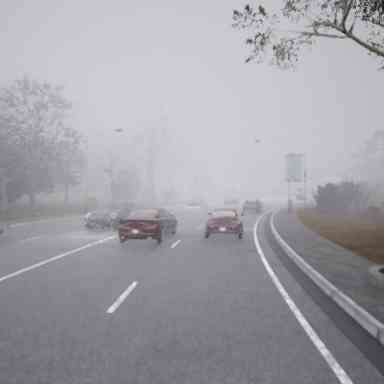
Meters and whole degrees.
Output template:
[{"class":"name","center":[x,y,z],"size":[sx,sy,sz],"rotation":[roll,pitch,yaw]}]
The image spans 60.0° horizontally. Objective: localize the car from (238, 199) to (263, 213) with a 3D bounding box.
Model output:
[{"class":"car","center":[7.041,1.554,38.347],"size":[2.128,1.511,4.902],"rotation":[0,0,18]}]

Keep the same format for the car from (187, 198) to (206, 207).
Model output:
[{"class":"car","center":[0.754,1.591,52.802],"size":[1.994,1.385,4.181],"rotation":[0,0,21]}]

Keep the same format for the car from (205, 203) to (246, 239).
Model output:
[{"class":"car","center":[1.780,1.548,17.634],"size":[1.812,1.442,4.674],"rotation":[0,0,9]}]

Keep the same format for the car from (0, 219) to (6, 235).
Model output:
[{"class":"car","center":[-9.727,1.515,12.956],"size":[2.033,1.411,5.357],"rotation":[0,0,7]}]

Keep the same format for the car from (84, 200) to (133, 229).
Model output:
[{"class":"car","center":[-4.902,1.344,20.986],"size":[2.097,1.767,4.553],"rotation":[0,0,11]}]

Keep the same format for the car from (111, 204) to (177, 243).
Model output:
[{"class":"car","center":[-1.993,1.481,16.196],"size":[1.882,1.535,5.008],"rotation":[0,0,8]}]

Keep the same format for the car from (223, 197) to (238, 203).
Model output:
[{"class":"car","center":[7.099,1.614,59.600],"size":[2.033,1.411,5.357],"rotation":[0,0,22]}]
